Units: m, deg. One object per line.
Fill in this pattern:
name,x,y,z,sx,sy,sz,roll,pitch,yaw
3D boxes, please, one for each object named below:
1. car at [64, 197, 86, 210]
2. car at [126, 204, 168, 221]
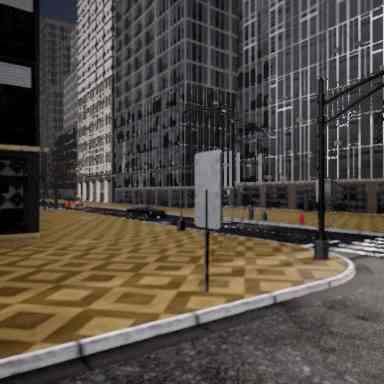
car,-16.946,1.567,48.022,2.097,1.767,4.553,0,0,-35
car,-4.057,1.789,29.634,1.895,1.301,4.718,0,0,-35
